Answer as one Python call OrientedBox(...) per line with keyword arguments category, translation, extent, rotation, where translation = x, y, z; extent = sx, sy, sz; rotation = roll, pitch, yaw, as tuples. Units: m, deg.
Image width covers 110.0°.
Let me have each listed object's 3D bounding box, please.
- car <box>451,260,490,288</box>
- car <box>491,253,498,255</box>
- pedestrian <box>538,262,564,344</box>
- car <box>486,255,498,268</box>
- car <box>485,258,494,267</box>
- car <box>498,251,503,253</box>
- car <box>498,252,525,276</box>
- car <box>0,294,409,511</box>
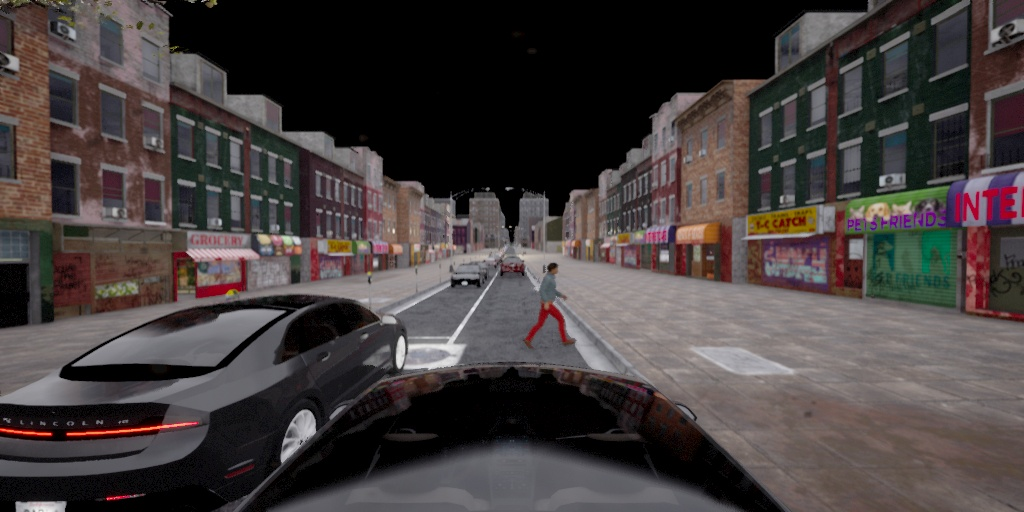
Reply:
OrientedBox(category="car", translation=(-2.669, 1.141, 22.355), extent=(1.948, 1.339, 4.313), rotation=(0, 0, 0))
OrientedBox(category="car", translation=(-2.709, 0.649, 50.052), extent=(1.948, 1.339, 4.313), rotation=(0, 0, 0))
OrientedBox(category="pedestrian", translation=(0.809, 0.998, 7.458), extent=(0.375, 1.860, 0.375), rotation=(1, 1, 0))
OrientedBox(category="car", translation=(-2.701, 0.785, 44.519), extent=(1.802, 1.307, 4.207), rotation=(0, 0, 0))
OrientedBox(category="car", translation=(-2.677, 1.072, 27.898), extent=(1.948, 1.339, 4.313), rotation=(0, 0, 0))
OrientedBox(category="car", translation=(-2.717, 0.404, 55.584), extent=(1.967, 1.591, 4.097), rotation=(0, 0, 0))
OrientedBox(category="car", translation=(0.044, 0.788, 32.476), extent=(2.097, 1.767, 4.553), rotation=(0, 1, 0))
OrientedBox(category="car", translation=(-2.755, 1.233, 4.516), extent=(1.837, 1.490, 4.892), rotation=(0, 0, 0))
